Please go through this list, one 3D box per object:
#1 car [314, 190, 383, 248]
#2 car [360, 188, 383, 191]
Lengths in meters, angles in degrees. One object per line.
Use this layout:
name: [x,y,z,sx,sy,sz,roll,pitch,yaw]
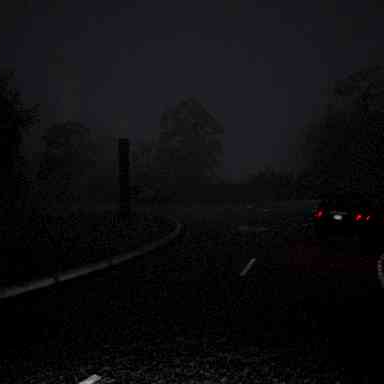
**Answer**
car: [7.185,1.084,14.331,2.150,2.045,5.566,2,0,42]
car: [19.583,0.274,36.906,5.357,1.411,2.033,-3,3,-15]
